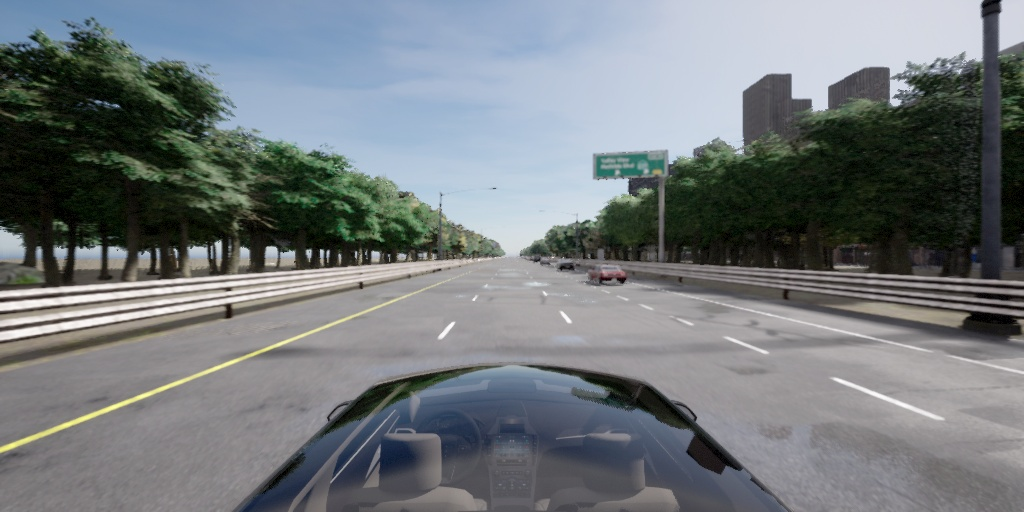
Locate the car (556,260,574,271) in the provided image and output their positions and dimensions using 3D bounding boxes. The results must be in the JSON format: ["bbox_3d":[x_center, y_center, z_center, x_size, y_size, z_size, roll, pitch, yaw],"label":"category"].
[{"bbox_3d":[7.041,1.217,47.795,1.882,1.535,5.008,0,0,0],"label":"car"}]

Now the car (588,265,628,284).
[{"bbox_3d":[7.015,1.347,26.853,1.895,1.301,4.718,0,0,0],"label":"car"}]
